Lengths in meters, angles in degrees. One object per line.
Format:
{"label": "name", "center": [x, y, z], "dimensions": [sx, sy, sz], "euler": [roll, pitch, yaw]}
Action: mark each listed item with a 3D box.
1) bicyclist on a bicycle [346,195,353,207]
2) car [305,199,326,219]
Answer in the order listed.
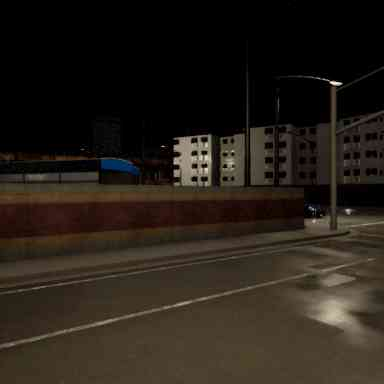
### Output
{"label": "bicyclist on a bicycle", "center": [22.109, 1.300, 46.637], "dimensions": [1.656, 1.620, 0.582], "euler": [0, 0, -35]}
{"label": "car", "center": [9.538, 1.352, 29.564], "dimensions": [2.097, 1.767, 4.553], "euler": [0, 0, -33]}
